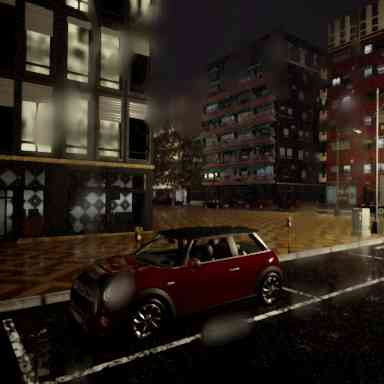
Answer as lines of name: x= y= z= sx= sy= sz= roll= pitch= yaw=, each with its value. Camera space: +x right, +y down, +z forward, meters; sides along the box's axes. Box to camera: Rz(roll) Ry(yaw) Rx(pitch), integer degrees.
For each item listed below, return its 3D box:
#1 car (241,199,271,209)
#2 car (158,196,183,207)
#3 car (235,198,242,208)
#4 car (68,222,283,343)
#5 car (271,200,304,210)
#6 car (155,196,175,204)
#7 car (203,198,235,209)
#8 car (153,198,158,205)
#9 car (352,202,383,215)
car: x=10.186 y=1.798 z=50.635 sx=1.887 sy=1.381 sz=4.507 roll=1 pitch=-1 yaw=-35
car: x=-3.199 y=1.731 z=55.086 sx=1.887 sy=1.381 sz=4.507 roll=1 pitch=-1 yaw=-35
car: x=6.921 y=1.724 z=55.272 sx=1.967 sy=1.590 sz=4.097 roll=1 pitch=-1 yaw=-35
car: x=-0.184 y=1.441 z=6.406 sx=4.097 sy=1.590 sz=1.967 roll=0 pitch=1 yaw=-35
car: x=13.451 y=1.805 z=45.998 sx=1.802 sy=1.307 sz=4.206 roll=1 pitch=-1 yaw=-35
car: x=-6.139 y=1.723 z=73.818 sx=2.192 sy=1.841 sz=5.009 roll=1 pitch=-1 yaw=-35
car: x=3.331 y=1.676 z=45.814 sx=2.008 sy=1.369 sz=4.403 roll=1 pitch=-1 yaw=-35
car: x=-6.464 y=1.762 z=59.723 sx=1.887 sy=1.381 sz=4.507 roll=1 pitch=-1 yaw=-35
car: x=19.981 y=1.728 z=36.726 sx=1.947 sy=1.339 sz=4.313 roll=1 pitch=-1 yaw=-35
